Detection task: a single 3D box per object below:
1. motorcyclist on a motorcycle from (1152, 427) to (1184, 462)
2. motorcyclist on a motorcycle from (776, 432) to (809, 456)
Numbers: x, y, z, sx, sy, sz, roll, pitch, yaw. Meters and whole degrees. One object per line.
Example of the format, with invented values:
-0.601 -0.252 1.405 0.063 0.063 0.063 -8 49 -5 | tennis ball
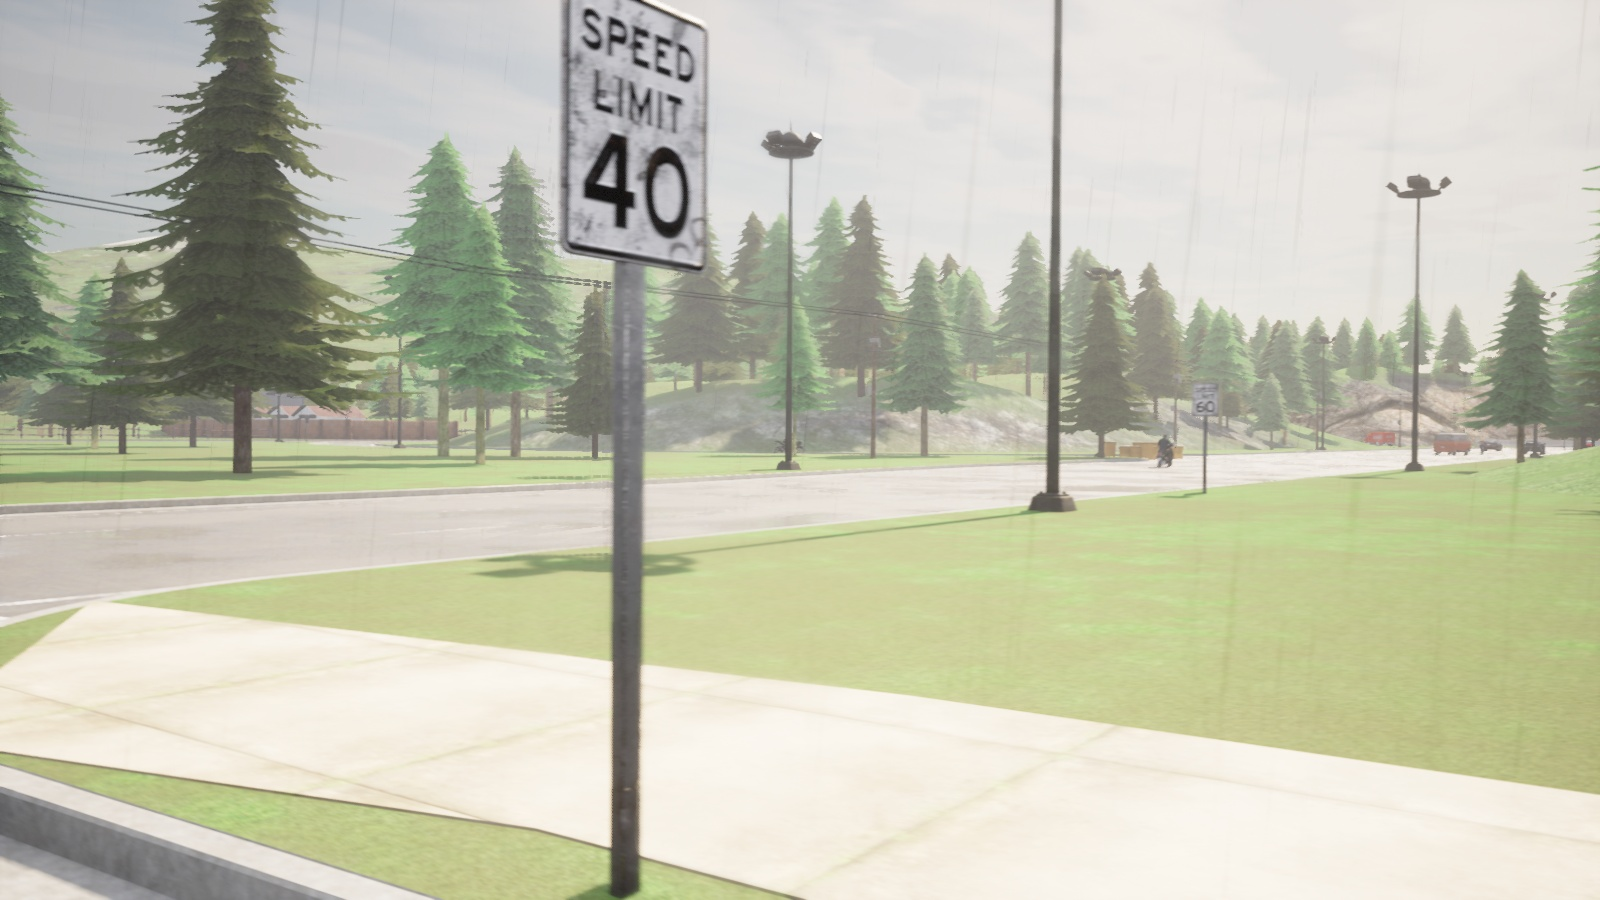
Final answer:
17.233 -0.275 58.771 0.866 1.590 1.817 0 1 35 | motorcyclist on a motorcycle
-0.488 -0.396 81.639 2.044 1.523 0.797 0 0 6 | motorcyclist on a motorcycle
